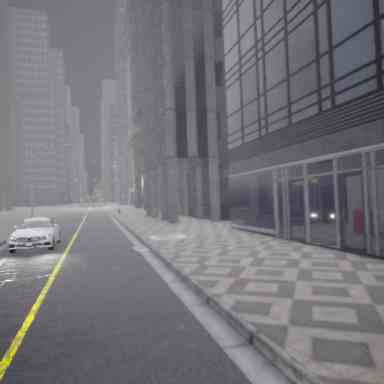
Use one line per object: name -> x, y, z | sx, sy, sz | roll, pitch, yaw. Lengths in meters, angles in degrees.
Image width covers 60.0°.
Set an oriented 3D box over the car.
car -> -7.618, 2.005, 16.446 | 1.812, 1.442, 4.674 | -2, -1, -16
